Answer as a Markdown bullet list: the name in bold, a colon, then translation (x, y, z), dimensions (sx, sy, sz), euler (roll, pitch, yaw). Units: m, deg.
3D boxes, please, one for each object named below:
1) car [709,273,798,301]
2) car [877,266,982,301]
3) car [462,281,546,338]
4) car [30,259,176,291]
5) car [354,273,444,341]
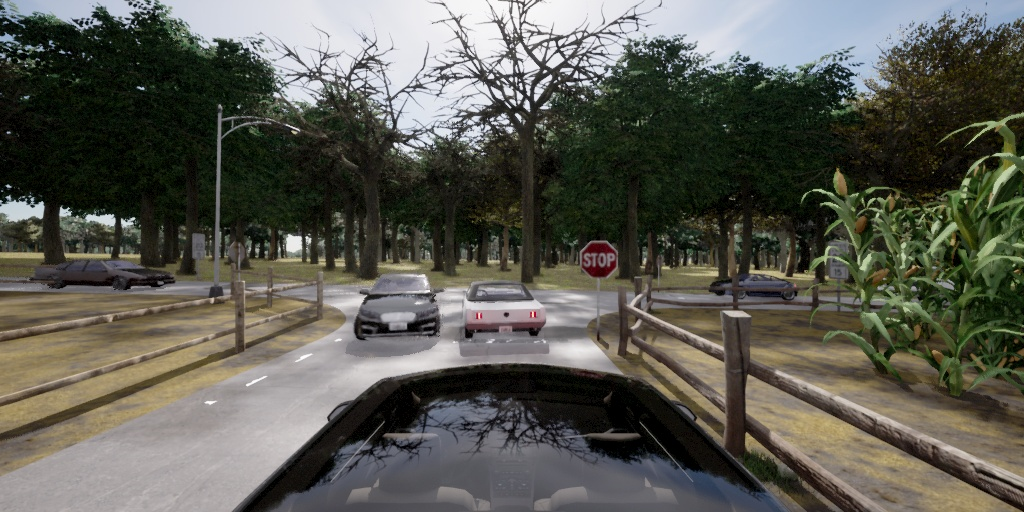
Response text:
- **car**: translation (13.405, 1.664, 20.057), dimensions (4.181, 1.385, 1.994), euler (1, 0, 0)
- **car**: translation (23.957, 1.571, 19.998), dimensions (5.566, 2.045, 2.150), euler (1, 0, 1)
- **car**: translation (-0.458, 1.351, 10.221), dimensions (1.895, 1.301, 4.718), euler (0, 0, -8)
- **car**: translation (-19.552, 0.863, 17.260), dimensions (5.357, 1.411, 2.033), euler (1, 0, 0)
- **car**: translation (-3.041, 1.241, 10.094), dimensions (2.128, 1.511, 4.902), euler (0, 0, -14)
